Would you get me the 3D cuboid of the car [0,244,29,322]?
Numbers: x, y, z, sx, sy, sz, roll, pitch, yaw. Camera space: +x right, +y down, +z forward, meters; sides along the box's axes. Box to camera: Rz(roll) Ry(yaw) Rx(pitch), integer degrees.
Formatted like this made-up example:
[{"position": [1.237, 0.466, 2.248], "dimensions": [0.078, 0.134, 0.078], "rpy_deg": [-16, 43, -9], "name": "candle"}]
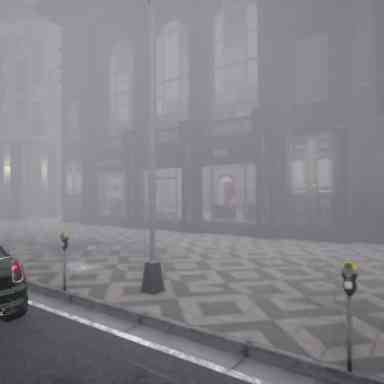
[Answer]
[{"position": [-5.064, 1.412, 6.153], "dimensions": [4.553, 1.767, 2.097], "rpy_deg": [-1, 0, 36], "name": "car"}]
